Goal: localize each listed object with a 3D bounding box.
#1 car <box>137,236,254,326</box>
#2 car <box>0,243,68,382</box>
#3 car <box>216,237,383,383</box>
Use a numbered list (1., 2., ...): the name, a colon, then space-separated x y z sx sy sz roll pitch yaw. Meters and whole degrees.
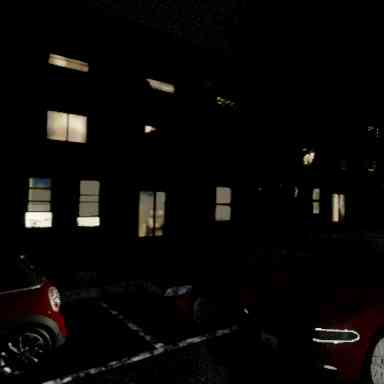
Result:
1. car: 0.892 1.644 7.140 4.206 1.307 1.802 1 1 -35
2. car: -3.733 1.427 3.837 4.097 1.590 1.967 1 1 -35
3. car: 2.973 1.550 5.500 5.008 1.535 1.882 1 -1 -35
